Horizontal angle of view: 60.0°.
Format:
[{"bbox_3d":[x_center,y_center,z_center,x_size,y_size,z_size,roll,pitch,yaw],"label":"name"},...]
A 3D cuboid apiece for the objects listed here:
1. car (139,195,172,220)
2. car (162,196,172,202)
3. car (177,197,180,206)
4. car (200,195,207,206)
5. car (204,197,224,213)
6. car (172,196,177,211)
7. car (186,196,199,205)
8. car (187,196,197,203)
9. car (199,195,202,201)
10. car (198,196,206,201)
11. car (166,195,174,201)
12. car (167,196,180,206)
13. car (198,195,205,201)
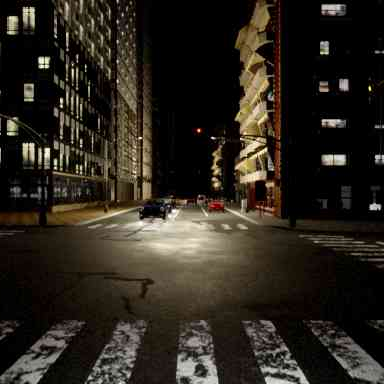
[{"bbox_3d":[-3.142,1.357,28.148,2.097,1.767,4.553,0,0,0],"label":"car"},{"bbox_3d":[-5.823,1.589,78.386,2.008,1.369,4.403,0,0,0],"label":"car"},{"bbox_3d":[-3.153,1.615,46.454,1.895,1.301,4.718,0,0,0],"label":"car"},{"bbox_3d":[2.606,1.567,50.158,2.008,1.369,4.403,0,0,0],"label":"car"},{"bbox_3d":[2.679,1.591,37.241,1.802,1.307,4.206,0,0,0],"label":"car"},{"bbox_3d":[-3.158,1.501,37.196,2.128,1.511,4.902,0,0,0],"label":"car"},{"bbox_3d":[-0.004,1.528,59.991,1.837,1.490,4.892,0,0,0],"label":"car"},{"bbox_3d":[-0.033,1.594,70.302,1.994,1.385,4.181,0,0,0],"label":"car"},{"bbox_3d":[2.597,1.571,55.806,2.008,1.369,4.403,0,0,0],"label":"car"},{"bbox_3d":[2.547,1.626,84.049,1.802,1.307,4.206,0,0,0],"label":"car"},{"bbox_3d":[-5.843,1.596,89.683,1.887,1.381,4.507,0,0,0],"label":"car"},{"bbox_3d":[-3.097,1.498,56.726,1.882,1.535,5.008,0,0,0],"label":"car"},{"bbox_3d":[2.537,1.491,89.698,1.967,1.590,4.097,0,0,0],"label":"car"}]
